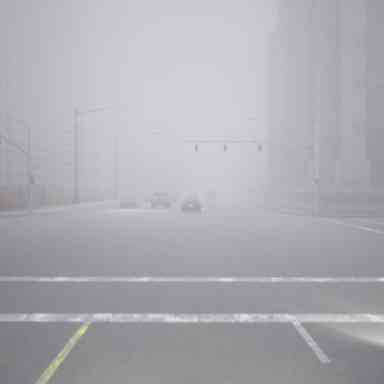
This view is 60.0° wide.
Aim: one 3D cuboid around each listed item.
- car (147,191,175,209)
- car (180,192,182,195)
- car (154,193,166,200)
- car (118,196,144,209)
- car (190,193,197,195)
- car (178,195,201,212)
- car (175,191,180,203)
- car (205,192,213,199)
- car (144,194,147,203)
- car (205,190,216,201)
[{"bbox_3d":[-3.710,0.882,40.501,2.150,2.045,5.566,0,1,1],"label":"car"},{"bbox_3d":[-3.159,0.685,70.736,2.097,1.767,4.553,0,0,1],"label":"car"},{"bbox_3d":[-6.680,0.922,69.406,1.994,1.385,4.181,0,0,1],"label":"car"},{"bbox_3d":[-7.238,1.244,38.934,1.994,1.385,4.181,0,0,1],"label":"car"},{"bbox_3d":[0.301,0.936,68.177,2.128,1.511,4.902,0,0,1],"label":"car"},{"bbox_3d":[-0.095,1.280,34.503,1.994,1.385,4.181,0,0,0],"label":"car"},{"bbox_3d":[-3.459,1.050,55.530,1.837,1.490,4.892,0,0,1],"label":"car"},{"bbox_3d":[3.962,0.773,78.351,1.837,1.490,4.892,0,0,1],"label":"car"},{"bbox_3d":[-6.984,1.032,54.318,1.882,1.535,5.008,0,0,1],"label":"car"},{"bbox_3d":[3.795,0.666,67.738,2.150,2.045,5.566,0,0,1],"label":"car"}]
